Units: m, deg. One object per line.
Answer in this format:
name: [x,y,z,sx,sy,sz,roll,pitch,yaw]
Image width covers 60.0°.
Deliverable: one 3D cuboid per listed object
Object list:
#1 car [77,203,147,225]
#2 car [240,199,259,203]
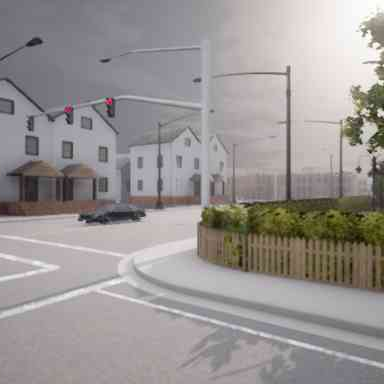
car: [-5.613,1.533,24.232,2.033,1.411,5.357,0,0,35]
car: [7.557,1.587,43.290,1.895,1.301,4.718,0,0,35]
